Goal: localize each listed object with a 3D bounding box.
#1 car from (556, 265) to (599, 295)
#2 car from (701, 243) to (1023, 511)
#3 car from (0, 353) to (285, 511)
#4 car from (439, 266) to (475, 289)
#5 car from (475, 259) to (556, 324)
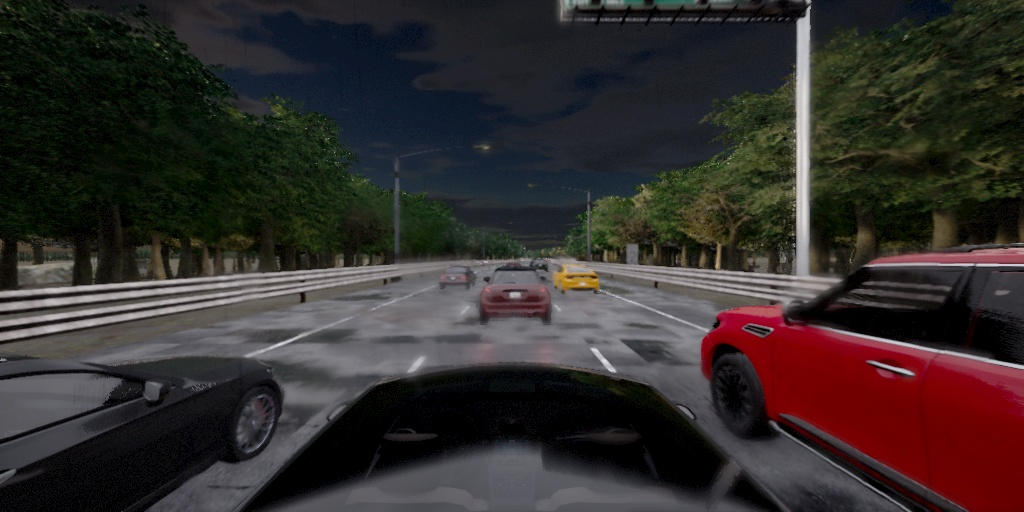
[{"bbox_3d":[3.503,1.238,20.206,1.882,1.535,5.008,0,0,0],"label":"car"},{"bbox_3d":[3.500,0.936,2.228,2.150,2.045,5.566,0,0,0],"label":"car"},{"bbox_3d":[-3.413,1.276,1.999,1.812,1.442,4.674,0,0,0],"label":"car"},{"bbox_3d":[-3.392,1.332,23.145,2.033,1.411,5.357,0,0,0],"label":"car"},{"bbox_3d":[0.101,1.112,12.102,2.097,1.767,4.553,0,0,0],"label":"car"}]
